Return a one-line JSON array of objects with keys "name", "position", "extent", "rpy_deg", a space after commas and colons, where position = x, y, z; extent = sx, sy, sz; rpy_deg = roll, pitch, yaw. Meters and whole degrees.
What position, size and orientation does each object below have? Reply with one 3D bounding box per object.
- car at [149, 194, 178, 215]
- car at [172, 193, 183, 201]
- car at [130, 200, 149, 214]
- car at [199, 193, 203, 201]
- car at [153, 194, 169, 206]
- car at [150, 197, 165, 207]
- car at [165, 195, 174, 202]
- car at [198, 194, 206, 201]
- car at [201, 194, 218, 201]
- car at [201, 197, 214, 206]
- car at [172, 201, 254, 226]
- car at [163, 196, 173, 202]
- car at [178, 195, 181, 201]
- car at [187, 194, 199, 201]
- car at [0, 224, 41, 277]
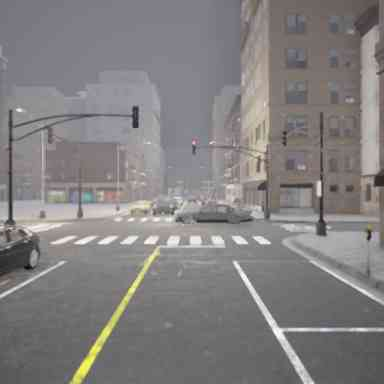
[{"name": "car", "position": [-2.786, 1.370, 33.553], "extent": [2.097, 1.767, 4.553], "rpy_deg": [0, 0, -1]}, {"name": "car", "position": [-2.735, 1.253, 57.783], "extent": [2.150, 2.045, 5.566], "rpy_deg": [0, 0, 0]}, {"name": "car", "position": [-5.371, 1.544, 35.063], "extent": [1.752, 1.417, 4.829], "rpy_deg": [0, 0, 0]}, {"name": "car", "position": [2.662, 1.344, 52.215], "extent": [2.192, 1.841, 5.009], "rpy_deg": [0, 0, 0]}, {"name": "car", "position": [-5.361, 1.347, 57.881], "extent": [2.192, 1.841, 5.009], "rpy_deg": [0, 0, 0]}, {"name": "car", "position": [-5.363, 1.580, 52.219], "extent": [2.008, 1.369, 4.403], "rpy_deg": [0, 0, 0]}, {"name": "car", "position": [-5.350, 1.572, 80.358], "extent": [1.752, 1.417, 4.829], "rpy_deg": [0, 0, 0]}, {"name": "car", "position": [2.680, 1.369, 91.848], "extent": [2.192, 1.841, 5.009], "rpy_deg": [0, 0, 0]}, {"name": "car", "position": [2.659, 1.466, 46.552], "extent": [1.967, 1.590, 4.097], "rpy_deg": [0, 0, 0]}, {"name": "car", "position": [2.664, 1.598, 57.877], "extent": [1.947, 1.339, 4.313], "rpy_deg": [0, 0, 0]}, {"name": "car", "position": [1.494, 1.569, 23.001], "extent": [5.357, 1.411, 2.033], "rpy_deg": [0, 0, 0]}, {"name": "car", "position": [-5.353, 1.625, 74.867], "extent": [1.802, 1.307, 4.206], "rpy_deg": [0, 0, 0]}, {"name": "car", "position": [-2.817, 1.527, 43.802], "extent": [1.837, 1.490, 4.892], "rpy_deg": [0, 0, 0]}, {"name": "car", "position": [0.031, 1.541, 65.172], "extent": [1.837, 1.490, 4.892], "rpy_deg": [0, 0, 0]}, {"name": "car", "position": [-5.384, 1.555, 8.387], "extent": [2.008, 1.369, 4.403], "rpy_deg": [0, 0, 0]}]
